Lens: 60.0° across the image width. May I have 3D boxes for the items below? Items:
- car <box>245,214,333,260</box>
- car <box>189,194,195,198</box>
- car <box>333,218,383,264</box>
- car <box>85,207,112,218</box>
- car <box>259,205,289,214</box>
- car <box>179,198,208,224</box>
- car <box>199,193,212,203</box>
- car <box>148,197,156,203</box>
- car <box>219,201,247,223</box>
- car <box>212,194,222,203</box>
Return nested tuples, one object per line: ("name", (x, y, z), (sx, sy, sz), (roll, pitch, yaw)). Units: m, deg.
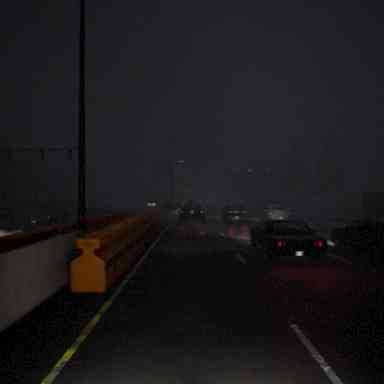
("car", (3.521, 1.744, 13.077), (1.895, 1.301, 4.718), (0, -1, 0))
("car", (-0.062, 2.071, 89.688), (2.128, 1.511, 4.902), (0, 3, 0))
("car", (7.015, 1.683, 12.353), (2.033, 1.411, 5.357), (0, -1, 0))
("car", (-7.007, 1.832, 24.628), (1.994, 1.385, 4.181), (0, -1, 0))
("car", (7.038, 1.838, 28.732), (1.812, 1.442, 4.674), (0, 0, 1))
("car", (0.034, 1.658, 28.258), (2.097, 1.767, 4.553), (0, -1, 0))
("car", (3.438, 1.903, 89.668), (2.097, 1.767, 4.553), (0, 3, 0))
("car", (-10.557, 2.148, 88.561), (2.128, 1.511, 4.902), (0, 2, 0))
("car", (3.533, 1.801, 28.332), (2.128, 1.511, 4.902), (0, 0, 0))
("car", (6.938, 2.071, 89.724), (1.812, 1.442, 4.674), (0, 3, 0))
